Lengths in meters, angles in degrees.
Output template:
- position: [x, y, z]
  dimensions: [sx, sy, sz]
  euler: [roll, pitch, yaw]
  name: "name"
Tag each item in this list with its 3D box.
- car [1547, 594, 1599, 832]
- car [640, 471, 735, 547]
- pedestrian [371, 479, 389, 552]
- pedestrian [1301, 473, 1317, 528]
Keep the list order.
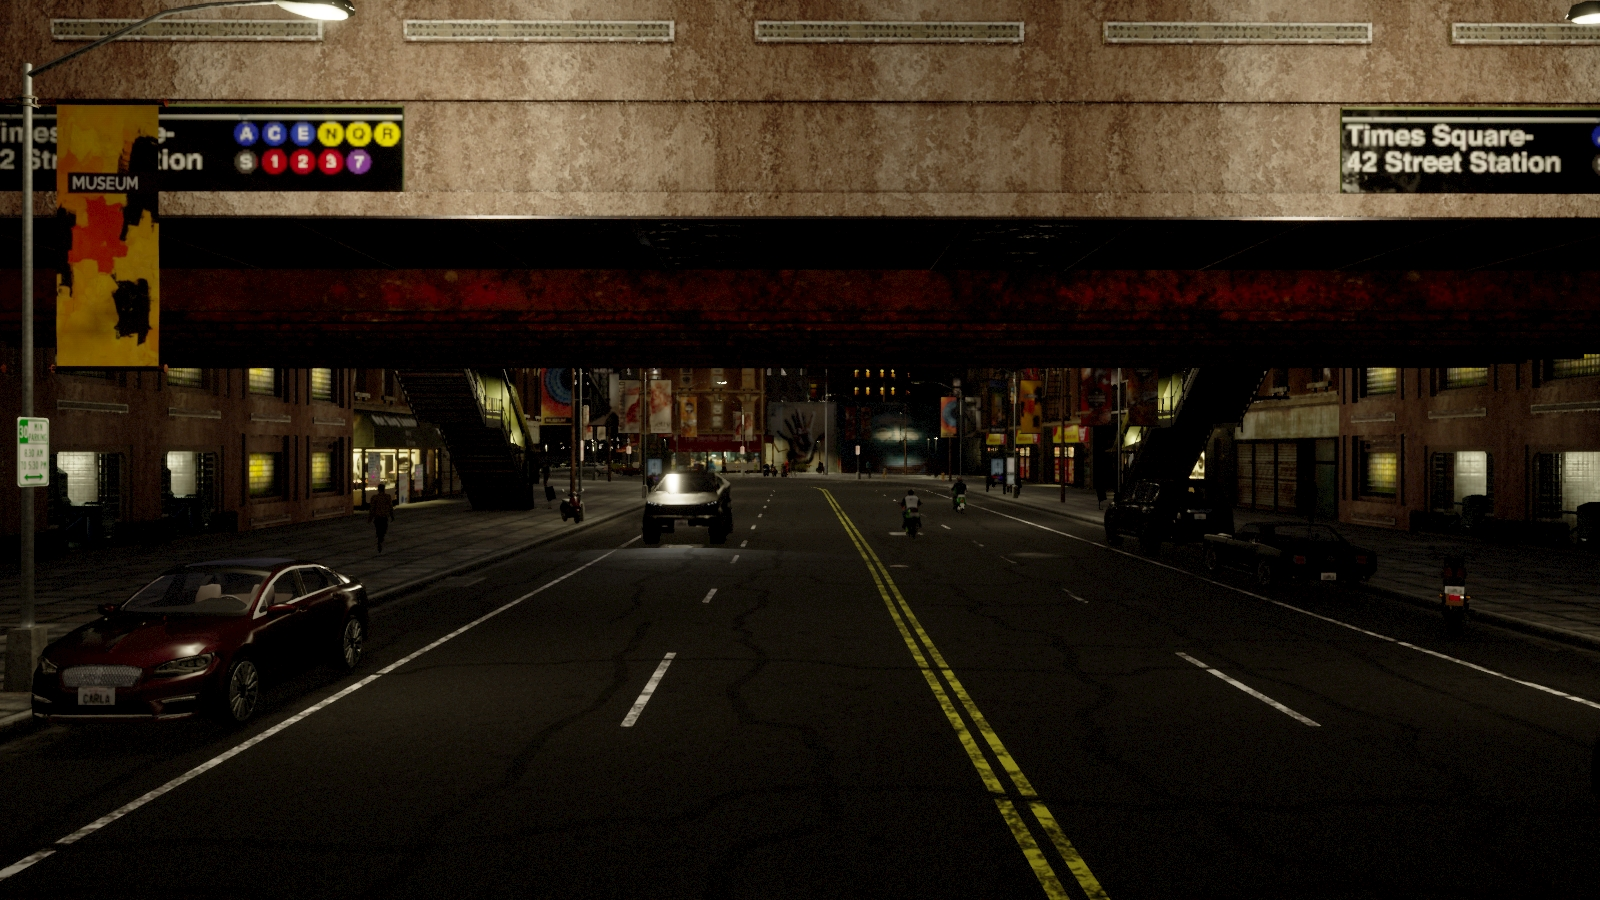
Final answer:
- position: [6.997, 1.967, 6.674]
  dimensions: [2.242, 1.667, 4.611]
  euler: [0, 0, 0]
  name: "car"
- position: [-3.429, 1.753, 36.064]
  dimensions: [2.390, 2.098, 6.274]
  euler: [0, 0, 0]
  name: "car"
- position: [-10.848, 1.696, 29.513]
  dimensions: [0.375, 1.860, 0.375]
  euler: [0, 0, -13]
  name: "pedestrian"
- position: [17.184, 1.699, 38.558]
  dimensions: [0.375, 1.860, 0.375]
  euler: [0, 0, 5]
  name: "pedestrian"
